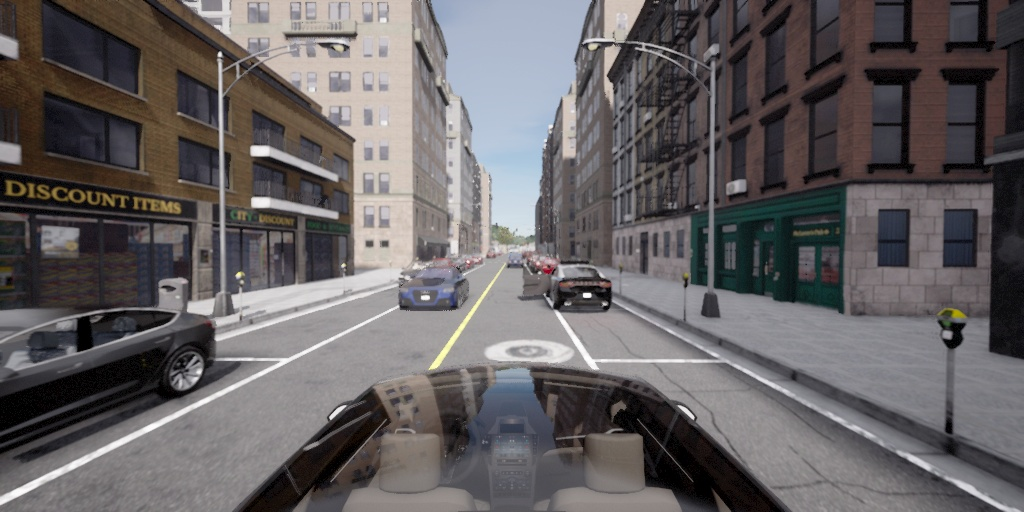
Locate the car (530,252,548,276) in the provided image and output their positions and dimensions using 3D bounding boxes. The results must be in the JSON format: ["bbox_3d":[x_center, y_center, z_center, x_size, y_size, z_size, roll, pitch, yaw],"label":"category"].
[{"bbox_3d":[2.890,0.649,32.080,1.967,1.591,4.097,0,0,0],"label":"car"}]

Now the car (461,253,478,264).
[{"bbox_3d":[-5.087,0.540,37.828,1.967,1.591,4.097,0,0,0],"label":"car"}]

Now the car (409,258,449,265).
[{"bbox_3d":[-5.230,0.956,20.784,2.007,1.370,4.403,0,0,0],"label":"car"}]

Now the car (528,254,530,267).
[{"bbox_3d":[2.938,0.652,37.761,1.888,1.381,4.507,0,0,0],"label":"car"}]

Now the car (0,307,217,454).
[{"bbox_3d":[-5.374,1.276,3.741,1.948,1.339,4.313,0,0,0],"label":"car"}]

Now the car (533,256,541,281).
[{"bbox_3d":[2.842,0.856,26.399,1.888,1.381,4.507,0,0,0],"label":"car"}]

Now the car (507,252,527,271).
[{"bbox_3d":[0.399,0.599,40.723,2.033,1.411,5.357,0,1,1],"label":"car"}]

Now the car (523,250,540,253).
[{"bbox_3d":[3.034,0.217,49.123,2.192,1.841,5.009,0,0,0],"label":"car"}]

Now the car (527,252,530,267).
[{"bbox_3d":[2.986,0.555,43.442,2.007,1.370,4.403,0,0,0],"label":"car"}]

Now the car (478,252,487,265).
[{"bbox_3d":[-4.991,0.336,49.190,1.967,1.591,4.097,0,0,0],"label":"car"}]

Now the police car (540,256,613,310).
[{"bbox_3d":[2.340,0.963,13.640,1.930,1.638,5.238,0,1,0],"label":"police car"}]

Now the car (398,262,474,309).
[{"bbox_3d":[-2.754,1.103,13.428,1.994,1.385,4.181,0,1,0],"label":"car"}]

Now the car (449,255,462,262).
[{"bbox_3d":[-5.182,0.849,26.466,1.888,1.381,4.507,0,0,0],"label":"car"}]

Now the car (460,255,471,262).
[{"bbox_3d":[-5.135,0.768,32.147,1.948,1.339,4.313,0,0,0],"label":"car"}]
